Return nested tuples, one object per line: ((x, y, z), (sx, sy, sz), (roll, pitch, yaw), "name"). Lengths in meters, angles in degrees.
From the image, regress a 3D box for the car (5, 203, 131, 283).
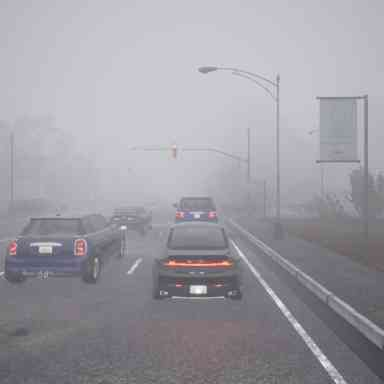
((-3.379, 1.352, 9.815), (2.097, 1.767, 4.553), (0, 0, 0), "car")

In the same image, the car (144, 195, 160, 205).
((-6.964, 1.526, 55.740), (1.812, 1.442, 4.674), (0, 0, 0), "car")

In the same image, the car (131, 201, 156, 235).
((-3.360, 1.505, 18.774), (1.837, 1.490, 4.892), (0, 0, 0), "car")

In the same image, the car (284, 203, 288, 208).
((14.545, 1.547, 42.150), (5.357, 1.411, 2.033), (0, 0, 3), "car")

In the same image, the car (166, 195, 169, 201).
((-6.836, 1.478, 75.245), (1.882, 1.535, 5.008), (0, 0, 0), "car")

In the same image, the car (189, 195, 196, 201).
((0.187, 1.471, 85.950), (1.882, 1.535, 5.008), (0, 0, 0), "car")

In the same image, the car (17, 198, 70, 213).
((-16.526, 1.477, 37.206), (5.008, 1.535, 1.882), (0, 0, -2), "car")

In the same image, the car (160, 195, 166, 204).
((-6.894, 1.547, 65.467), (2.033, 1.411, 5.357), (0, 0, 1), "car")

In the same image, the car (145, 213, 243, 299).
((0.118, 1.505, 8.400), (1.837, 1.490, 4.892), (0, 0, 0), "car")

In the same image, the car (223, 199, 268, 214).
((5.593, 1.491, 35.463), (4.902, 1.511, 2.128), (0, 0, 3), "car")

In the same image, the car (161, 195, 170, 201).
((-6.814, 1.494, 85.202), (1.837, 1.490, 4.892), (0, 0, 0), "car")

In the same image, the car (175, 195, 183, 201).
((-3.312, 1.471, 85.958), (1.882, 1.535, 5.008), (0, 0, 0), "car")

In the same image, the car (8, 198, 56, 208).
((-15.697, 1.492, 33.208), (4.902, 1.511, 2.128), (0, 0, 3), "car")

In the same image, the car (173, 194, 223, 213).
((0.163, 1.221, 18.248), (2.150, 2.045, 5.566), (0, 0, -2), "car")

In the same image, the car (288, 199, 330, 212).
((14.136, 1.505, 38.667), (4.892, 1.490, 1.837), (0, 0, 3), "car")
